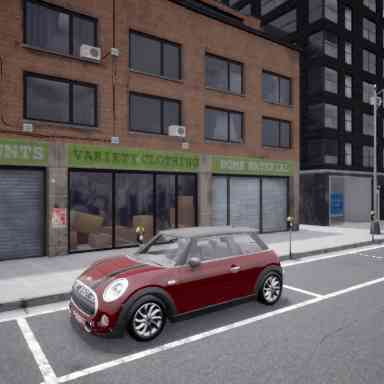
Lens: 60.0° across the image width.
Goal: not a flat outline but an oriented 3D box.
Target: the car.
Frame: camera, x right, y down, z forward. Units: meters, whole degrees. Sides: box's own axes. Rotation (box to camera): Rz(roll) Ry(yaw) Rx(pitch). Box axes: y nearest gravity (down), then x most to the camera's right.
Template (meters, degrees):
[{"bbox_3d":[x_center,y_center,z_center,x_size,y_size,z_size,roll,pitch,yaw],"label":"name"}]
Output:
[{"bbox_3d":[-0.174,1.440,6.401,4.097,1.590,1.967,0,0,-35],"label":"car"}]
